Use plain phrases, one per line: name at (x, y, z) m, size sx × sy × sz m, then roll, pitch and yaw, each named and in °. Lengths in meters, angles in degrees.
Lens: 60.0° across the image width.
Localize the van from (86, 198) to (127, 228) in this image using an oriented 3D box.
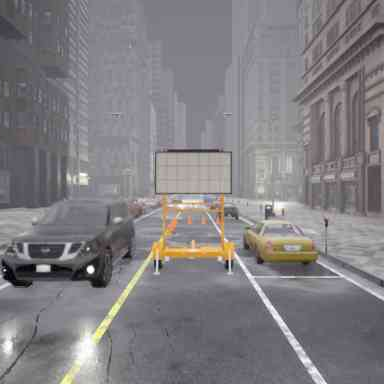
van at (-5.665, 1.344, 22.528) m, size 1.690 × 1.788 × 3.998 m, roll 0°, pitch 0°, yaw 0°

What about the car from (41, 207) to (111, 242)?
car at (-5.690, 1.553, 17.002) m, size 2.008 × 1.369 × 4.403 m, roll 0°, pitch 0°, yaw 0°

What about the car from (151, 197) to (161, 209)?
car at (-5.571, 1.533, 44.459) m, size 1.752 × 1.417 × 4.829 m, roll 0°, pitch 0°, yaw 0°

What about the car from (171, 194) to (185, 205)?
car at (-2.779, 1.488, 60.020) m, size 1.882 × 1.535 × 5.008 m, roll 0°, pitch 0°, yaw 1°

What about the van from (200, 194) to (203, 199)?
van at (3.084, 1.355, 66.673) m, size 1.690 × 1.788 × 3.998 m, roll 0°, pitch 0°, yaw 0°

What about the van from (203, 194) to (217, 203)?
van at (3.006, 1.350, 50.099) m, size 1.690 × 1.788 × 3.998 m, roll 0°, pitch 0°, yaw 0°

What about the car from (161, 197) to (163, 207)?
car at (-5.546, 1.553, 50.155) m, size 1.887 × 1.381 × 4.507 m, roll 0°, pitch 0°, yaw 0°

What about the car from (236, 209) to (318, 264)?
car at (2.823, 1.527, 11.594) m, size 1.752 × 1.417 × 4.829 m, roll 0°, pitch 0°, yaw 0°

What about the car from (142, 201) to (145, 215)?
car at (-5.641, 1.319, 28.053) m, size 2.192 × 1.841 × 5.009 m, roll 0°, pitch 0°, yaw 0°

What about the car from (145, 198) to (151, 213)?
car at (-5.618, 1.550, 33.578) m, size 1.887 × 1.381 × 4.507 m, roll 0°, pitch 0°, yaw 0°

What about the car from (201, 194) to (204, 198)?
car at (3.057, 1.556, 61.148) m, size 1.887 × 1.381 × 4.507 m, roll 0°, pitch 0°, yaw 0°

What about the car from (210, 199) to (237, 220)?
car at (2.900, 1.555, 27.999) m, size 2.008 × 1.369 × 4.403 m, roll 0°, pitch 0°, yaw 0°

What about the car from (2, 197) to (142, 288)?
car at (-3.056, 1.223, 9.632) m, size 2.150 × 2.045 × 5.566 m, roll 0°, pitch 0°, yaw 0°

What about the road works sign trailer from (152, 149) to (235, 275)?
road works sign trailer at (0.047, 0.466, 10.474) m, size 2.380 × 3.560 × 2.880 m, roll 0°, pitch 0°, yaw 0°

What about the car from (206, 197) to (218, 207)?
car at (2.952, 1.588, 39.048) m, size 1.802 × 1.307 × 4.206 m, roll 0°, pitch 0°, yaw 0°

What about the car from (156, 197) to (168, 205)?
car at (-5.498, 1.556, 61.205) m, size 1.887 × 1.381 × 4.507 m, roll 0°, pitch 0°, yaw 0°
